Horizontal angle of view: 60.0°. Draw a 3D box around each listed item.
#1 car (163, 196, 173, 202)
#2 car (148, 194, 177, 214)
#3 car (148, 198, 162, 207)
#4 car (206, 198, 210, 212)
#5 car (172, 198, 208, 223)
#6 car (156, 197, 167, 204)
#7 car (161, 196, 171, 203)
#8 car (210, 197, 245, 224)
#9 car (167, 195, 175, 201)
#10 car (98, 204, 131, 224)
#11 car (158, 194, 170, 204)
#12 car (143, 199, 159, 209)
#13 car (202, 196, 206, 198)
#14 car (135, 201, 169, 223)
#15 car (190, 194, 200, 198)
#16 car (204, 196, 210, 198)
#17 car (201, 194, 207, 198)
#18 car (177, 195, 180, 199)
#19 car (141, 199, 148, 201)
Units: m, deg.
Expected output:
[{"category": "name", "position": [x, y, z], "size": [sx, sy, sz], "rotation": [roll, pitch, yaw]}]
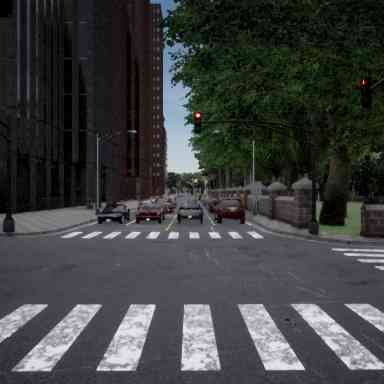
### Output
[{"category": "car", "position": [-5.732, 1.617, 79.607], "size": [1.887, 1.381, 4.507], "rotation": [0, 0, 0]}, {"category": "car", "position": [-3.085, 1.372, 35.475], "size": [2.097, 1.767, 4.553], "rotation": [0, 0, 1]}, {"category": "car", "position": [-5.742, 1.621, 52.322], "size": [1.802, 1.307, 4.206], "rotation": [0, 0, 0]}, {"category": "car", "position": [2.777, 1.587, 35.955], "size": [1.947, 1.339, 4.313], "rotation": [0, 0, 0]}, {"category": "car", "position": [-0.057, 1.502, 25.396], "size": [2.128, 1.511, 4.902], "rotation": [0, 0, 1]}, {"category": "car", "position": [-5.738, 1.632, 63.236], "size": [1.802, 1.307, 4.206], "rotation": [0, 0, 0]}, {"category": "car", "position": [-5.734, 1.609, 74.150], "size": [1.887, 1.381, 4.507], "rotation": [0, 0, 0]}, {"category": "car", "position": [2.772, 1.325, 25.043], "size": [2.192, 1.841, 5.009], "rotation": [0, 0, 0]}, {"category": "car", "position": [-5.728, 1.530, 90.522], "size": [1.967, 1.590, 4.097], "rotation": [0, 0, 0]}, {"category": "car", "position": [-5.753, 1.576, 25.037], "size": [1.947, 1.339, 4.313], "rotation": [0, 0, 0]}, {"category": "car", "position": [-5.736, 1.372, 68.694], "size": [2.192, 1.841, 5.009], "rotation": [0, 0, 0]}, {"category": "car", "position": [-5.744, 1.615, 46.865], "size": [1.802, 1.307, 4.206], "rotation": [0, 0, 0]}, {"category": "car", "position": [2.781, 1.583, 46.869], "size": [2.008, 1.369, 4.403], "rotation": [0, 0, 0]}, {"category": "car", "position": [-3.090, 1.611, 25.483], "size": [1.895, 1.301, 4.718], "rotation": [0, 0, 0]}, {"category": "car", "position": [0.118, 1.611, 59.838], "size": [1.994, 1.385, 4.181], "rotation": [0, 0, 1]}, {"category": "car", "position": [2.779, 1.577, 41.412], "size": [2.008, 1.369, 4.403], "rotation": [0, 0, 0]}, {"category": "car", "position": [2.783, 1.479, 52.325], "size": [1.967, 1.590, 4.097], "rotation": [0, 0, 0]}, {"category": "car", "position": [-3.072, 1.536, 45.709], "size": [1.837, 1.490, 4.892], "rotation": [0, 0, 0]}, {"category": "car", "position": [-5.747, 1.577, 41.408], "size": [2.008, 1.369, 4.403], "rotation": [0, 0, 0]}]
